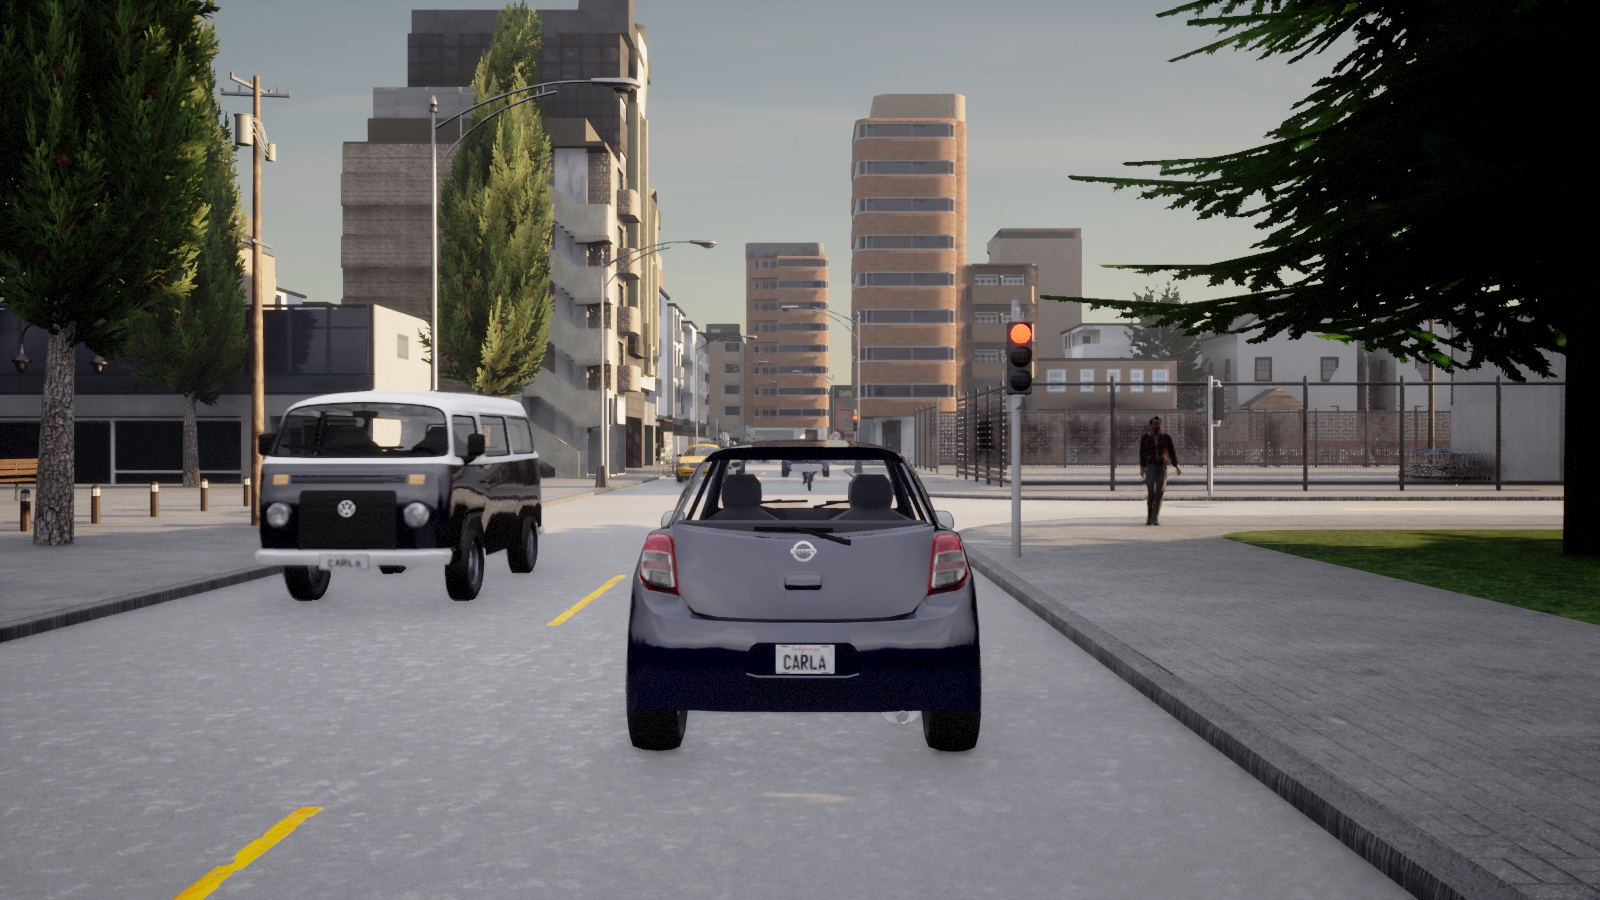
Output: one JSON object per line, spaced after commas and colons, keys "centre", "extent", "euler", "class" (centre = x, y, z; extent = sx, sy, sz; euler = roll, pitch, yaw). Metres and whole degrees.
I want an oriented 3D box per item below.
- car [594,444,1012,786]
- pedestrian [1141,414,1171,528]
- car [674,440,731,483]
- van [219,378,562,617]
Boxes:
{"centre": [0.036, 0.719, 7.361], "extent": [1.845, 1.501, 3.633], "euler": [0, 0, 1], "class": "car"}
{"centre": [5.903, 0.343, 20.819], "extent": [0.376, 1.854, 0.720], "euler": [0, 0, 8], "class": "pedestrian"}
{"centre": [-3.769, 0.404, 49.318], "extent": [1.801, 1.575, 5.366], "euler": [0, 0, 0], "class": "car"}
{"centre": [-3.927, 0.393, 12.991], "extent": [2.069, 2.038, 4.480], "euler": [0, 0, 0], "class": "van"}
